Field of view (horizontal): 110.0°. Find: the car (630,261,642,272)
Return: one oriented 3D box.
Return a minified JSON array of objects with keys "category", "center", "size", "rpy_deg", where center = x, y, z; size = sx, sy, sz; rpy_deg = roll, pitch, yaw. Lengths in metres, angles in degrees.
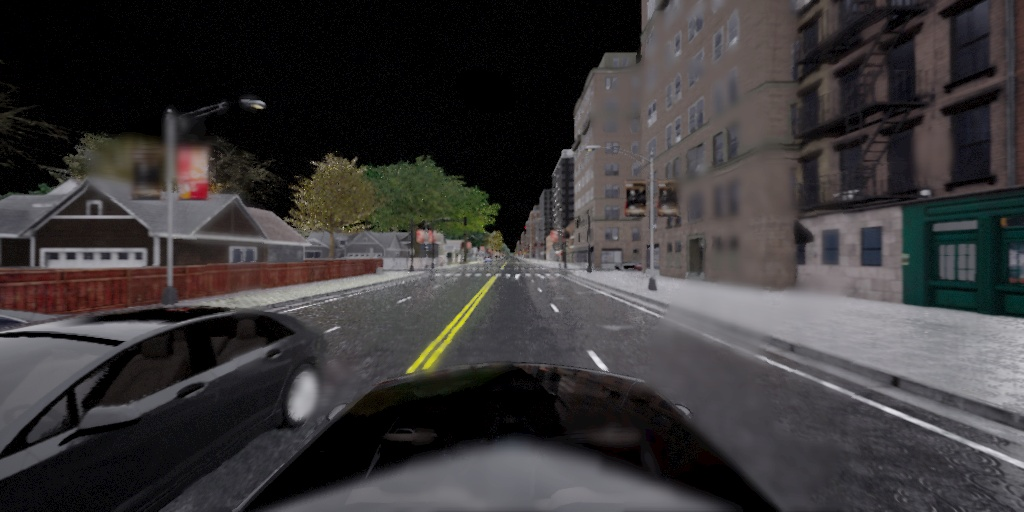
[{"category":"car","center":[16.386,1.262,41.698],"size":[4.207,1.307,1.802],"rpy_deg":[0,0,0]}]

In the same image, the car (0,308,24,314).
[{"category":"car","center":[-6.601,1.241,3.006],"size":[2.128,1.511,4.902],"rpy_deg":[0,0,0]}]

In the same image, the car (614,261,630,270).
[{"category":"car","center":[16.381,1.286,49.723],"size":[4.313,1.339,1.948],"rpy_deg":[0,0,0]}]

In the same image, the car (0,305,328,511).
[{"category":"car","center":[-3.351,1.254,2.827],"size":[1.837,1.490,4.892],"rpy_deg":[0,0,0]}]
